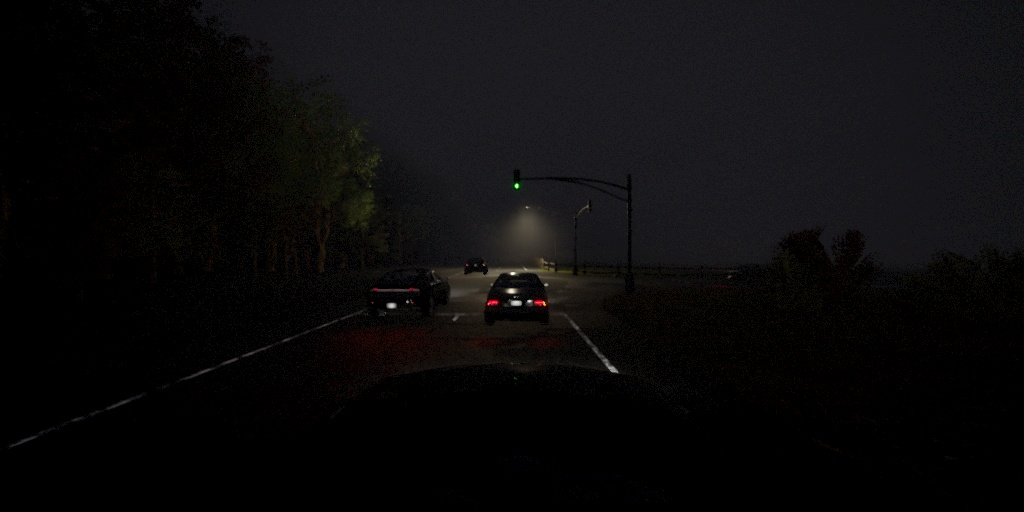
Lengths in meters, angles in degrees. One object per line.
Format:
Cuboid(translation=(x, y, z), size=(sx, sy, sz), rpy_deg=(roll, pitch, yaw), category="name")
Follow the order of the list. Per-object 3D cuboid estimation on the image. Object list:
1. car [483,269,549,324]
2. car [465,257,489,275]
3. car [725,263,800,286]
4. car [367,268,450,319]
Cuboid(translation=(0.220, 1.234, 11.643), size=(2.033, 1.411, 5.357), rpy_deg=(0, 0, 3), category="car")
Cuboid(translation=(-3.407, 0.883, 35.668), size=(2.097, 1.767, 4.553), rpy_deg=(0, 0, 0), category="car")
Cuboid(translation=(17.624, 1.275, 25.048), size=(4.902, 1.511, 2.128), rpy_deg=(1, -1, 1), category="car")
Cuboid(translation=(-3.404, 1.172, 12.550), size=(2.128, 1.511, 4.902), rpy_deg=(0, 0, 0), category="car")
